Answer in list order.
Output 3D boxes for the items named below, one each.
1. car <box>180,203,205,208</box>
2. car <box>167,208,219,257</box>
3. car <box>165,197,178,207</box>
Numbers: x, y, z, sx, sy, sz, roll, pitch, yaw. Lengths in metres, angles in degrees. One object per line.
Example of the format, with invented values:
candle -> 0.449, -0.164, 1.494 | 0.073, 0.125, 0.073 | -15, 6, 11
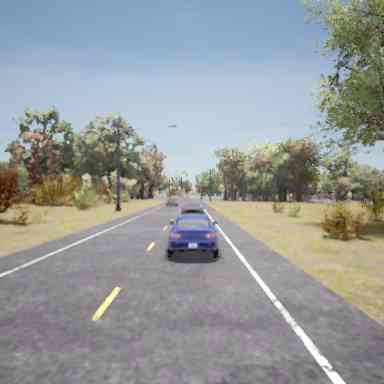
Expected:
car -> 0.041, 1.663, 27.559 | 1.837, 1.490, 4.892 | 0, 0, 0
car -> 0.050, 1.600, 13.207 | 1.812, 1.442, 4.674 | 0, 0, 0
car -> -3.548, 1.684, 58.171 | 2.097, 1.767, 4.553 | 0, 0, 0
